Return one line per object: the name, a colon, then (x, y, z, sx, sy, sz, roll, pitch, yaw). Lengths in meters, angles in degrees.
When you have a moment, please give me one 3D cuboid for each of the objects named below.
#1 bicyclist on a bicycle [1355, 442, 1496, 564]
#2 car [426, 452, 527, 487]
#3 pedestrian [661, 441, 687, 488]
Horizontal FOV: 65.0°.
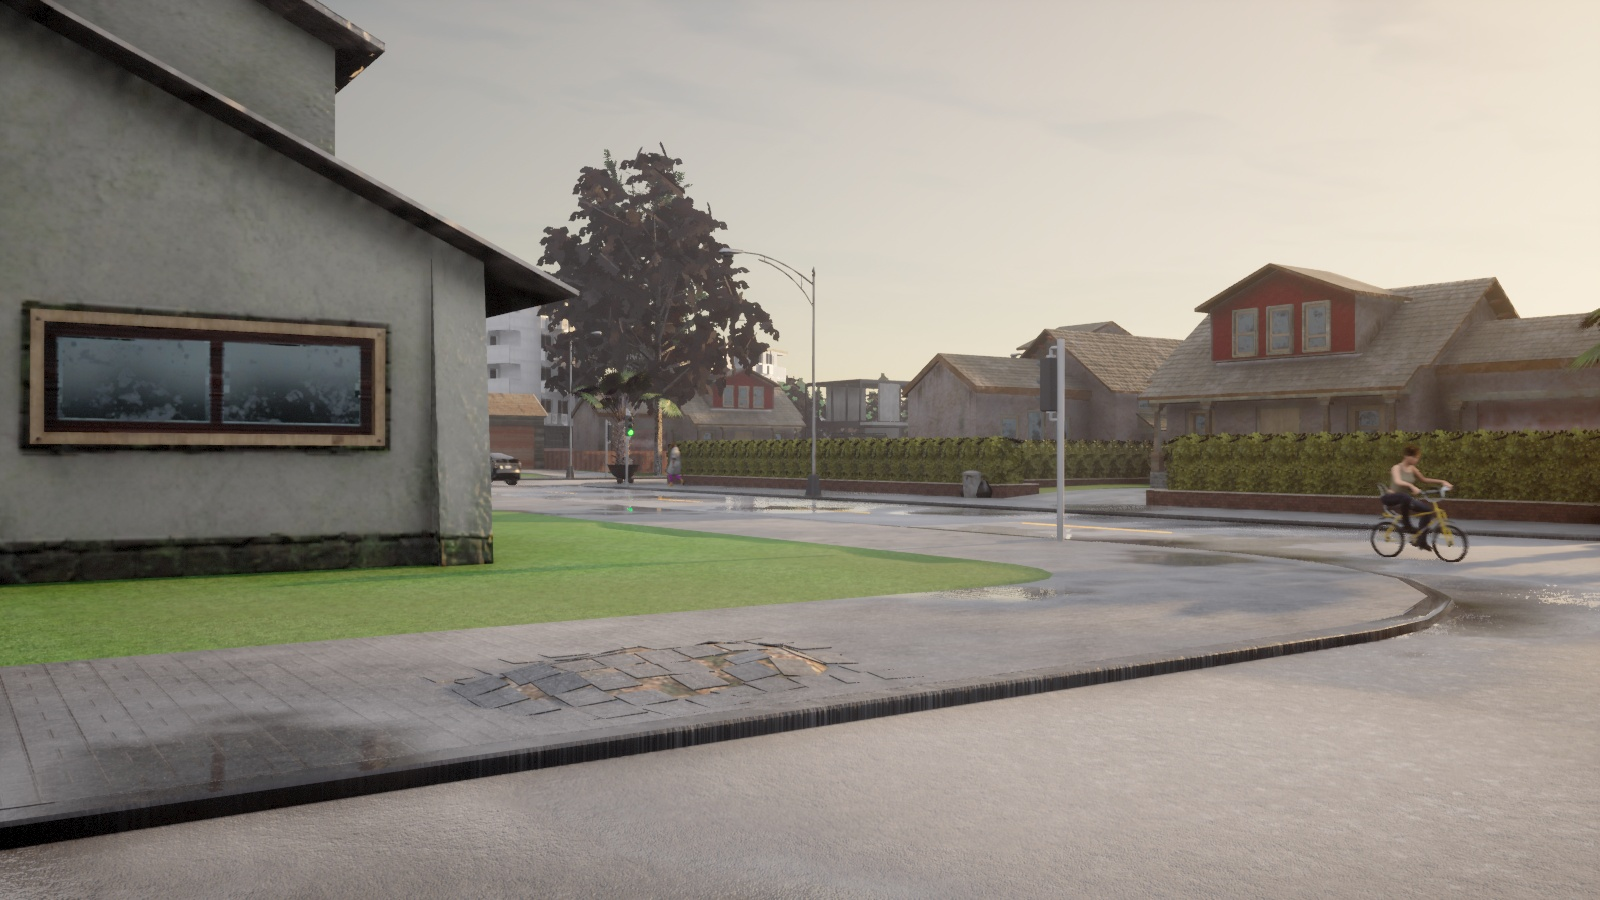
bicyclist on a bicycle: (8.722, 0.706, 17.560, 0.866, 1.612, 1.509, -2, 1, -29)
car: (-14.529, 0.860, 56.346, 4.514, 1.525, 2.007, 0, 0, 37)
pedestrian: (-5.197, 0.592, 51.780, 0.873, 1.952, 0.659, 0, 0, 28)
